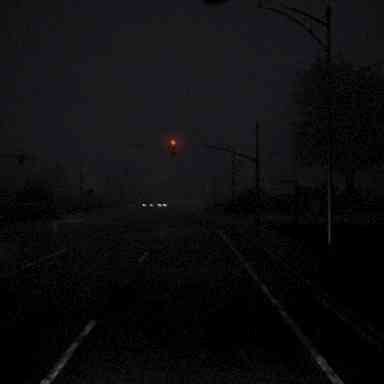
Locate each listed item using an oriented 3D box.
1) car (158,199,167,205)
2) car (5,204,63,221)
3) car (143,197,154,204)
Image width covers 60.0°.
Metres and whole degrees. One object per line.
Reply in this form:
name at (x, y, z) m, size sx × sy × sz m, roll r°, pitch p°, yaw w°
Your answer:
car at (-7.054, 2.311, 80.567) m, size 1.994 × 1.385 × 4.181 m, roll 0°, pitch -1°, yaw 0°
car at (-13.998, 1.810, 29.643) m, size 4.892 × 1.490 × 1.837 m, roll 1°, pitch -1°, yaw 3°
car at (-10.554, 2.113, 80.607) m, size 2.097 × 1.767 × 4.553 m, roll 0°, pitch -1°, yaw 0°
